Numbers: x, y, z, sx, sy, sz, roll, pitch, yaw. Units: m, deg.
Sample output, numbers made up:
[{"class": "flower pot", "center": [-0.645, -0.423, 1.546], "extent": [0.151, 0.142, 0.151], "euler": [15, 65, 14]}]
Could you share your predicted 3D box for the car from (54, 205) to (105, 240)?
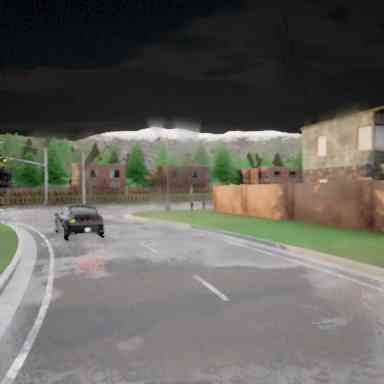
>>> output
[{"class": "car", "center": [-5.832, 1.456, 17.047], "extent": [1.837, 1.490, 4.892], "euler": [-1, 0, -29]}]
